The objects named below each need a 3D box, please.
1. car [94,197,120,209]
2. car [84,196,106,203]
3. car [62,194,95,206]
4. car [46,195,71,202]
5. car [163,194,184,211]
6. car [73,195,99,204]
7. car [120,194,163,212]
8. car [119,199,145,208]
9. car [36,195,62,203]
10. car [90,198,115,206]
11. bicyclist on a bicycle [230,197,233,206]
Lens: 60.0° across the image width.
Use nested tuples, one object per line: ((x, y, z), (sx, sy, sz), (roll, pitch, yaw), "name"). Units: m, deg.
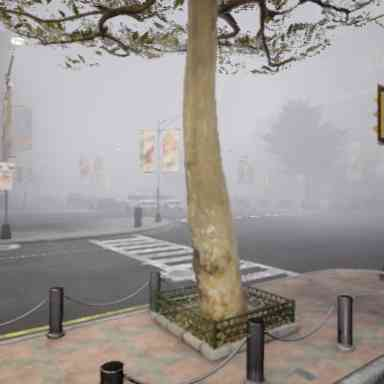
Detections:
((-11.823, 1.565, 47.618), (1.837, 1.490, 4.892), (0, 0, -37), "car")
((-20.200, 1.632, 69.283), (4.181, 1.385, 1.994), (0, 0, 26), "car")
((-18.775, 1.278, 55.428), (5.566, 2.045, 2.150), (0, 0, 40), "car")
((-29.229, 1.480, 72.796), (5.008, 1.535, 1.882), (0, 0, 12), "car")
((-3.241, 1.294, 41.745), (2.150, 2.045, 5.566), (0, 0, -35), "car")
((-20.941, 1.423, 65.727), (4.553, 1.767, 2.097), (0, 0, 26), "car")
((-6.093, 1.282, 39.717), (2.150, 2.045, 5.566), (0, 0, -35), "car")
((-8.965, 1.673, 49.661), (1.895, 1.301, 4.718), (0, 0, -37), "car")
((-30.188, 1.502, 69.430), (4.892, 1.490, 1.837), (0, 0, 12), "car")
((-15.456, 1.670, 57.123), (4.718, 1.301, 1.895), (0, 0, 43), "car")
((6.051, 1.422, 53.660), (1.656, 1.620, 0.582), (0, 0, -36), "bicyclist on a bicycle")
